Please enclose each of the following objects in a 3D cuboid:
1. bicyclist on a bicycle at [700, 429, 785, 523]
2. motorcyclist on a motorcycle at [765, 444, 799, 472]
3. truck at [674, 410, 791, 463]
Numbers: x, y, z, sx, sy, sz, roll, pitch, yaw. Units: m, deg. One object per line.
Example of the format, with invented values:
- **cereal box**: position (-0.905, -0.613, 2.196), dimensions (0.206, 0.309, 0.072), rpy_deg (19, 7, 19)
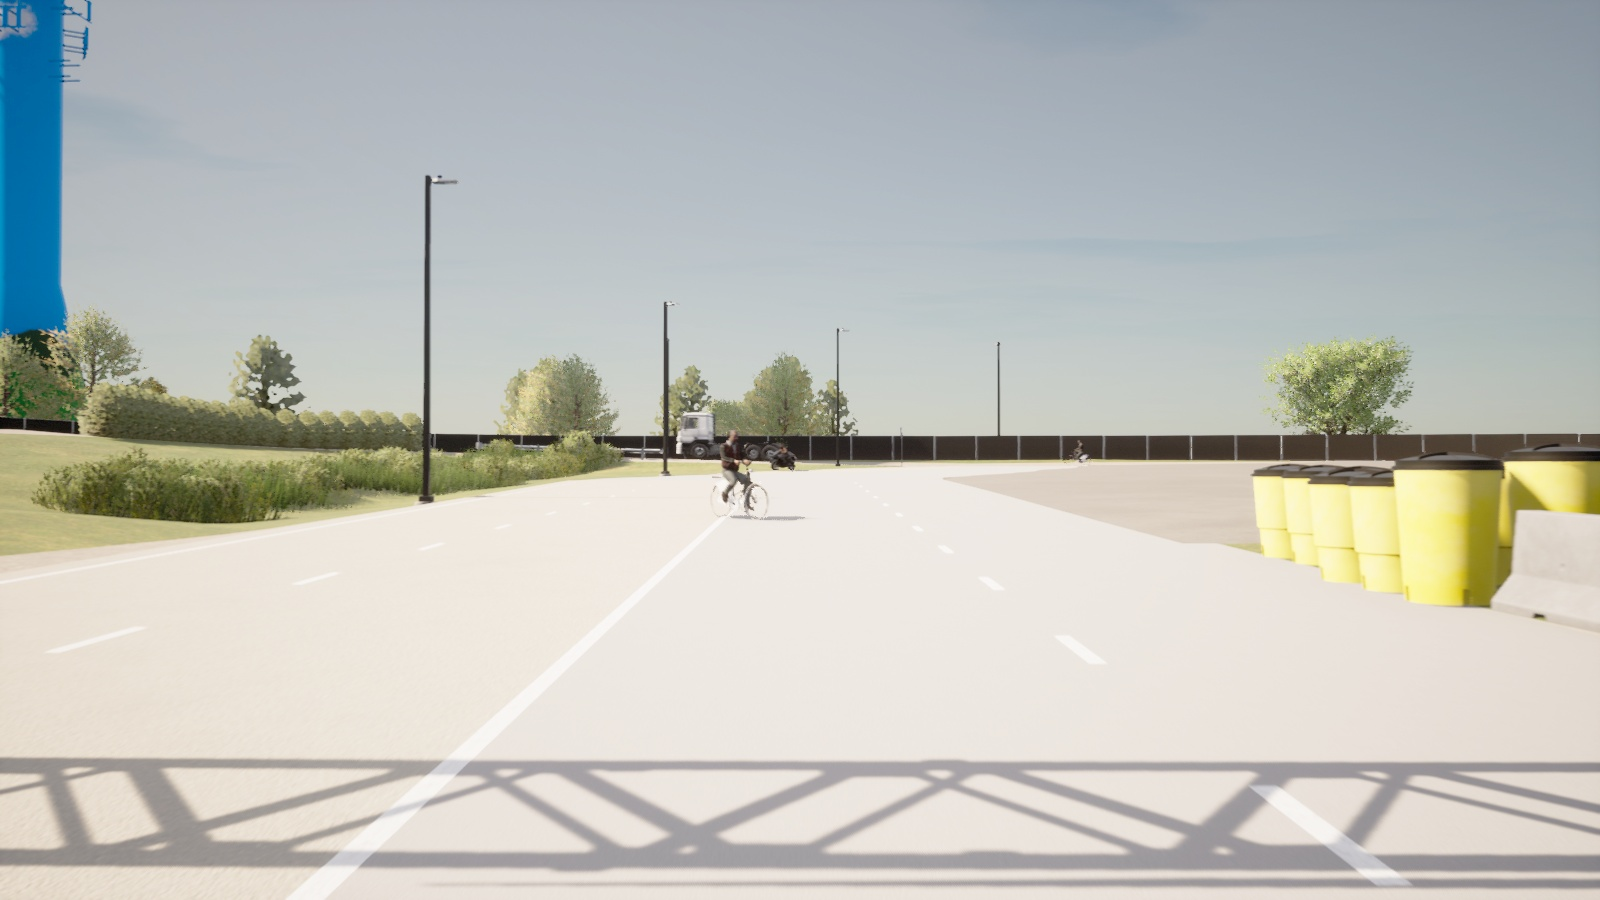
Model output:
- **bicyclist on a bicycle**: position (-1.142, 0.488, 24.499), dimensions (0.659, 1.776, 1.843), rpy_deg (0, 0, -40)
- **motorcyclist on a motorcycle**: position (-1.024, 0.454, 71.648), dimensions (0.797, 1.523, 2.044), rpy_deg (1, 1, 41)
- **truck**: position (-4.768, -0.935, 89.620), dimensions (7.936, 3.462, 2.891), rpy_deg (2, -1, 5)
